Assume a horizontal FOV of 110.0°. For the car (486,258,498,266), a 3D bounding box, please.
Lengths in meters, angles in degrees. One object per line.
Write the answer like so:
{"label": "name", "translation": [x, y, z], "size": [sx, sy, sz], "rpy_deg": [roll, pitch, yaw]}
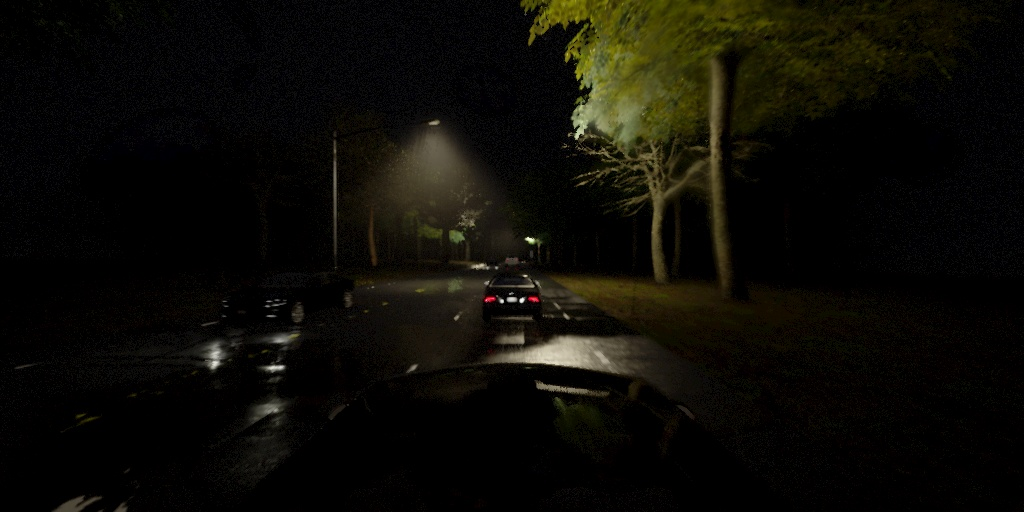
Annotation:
{"label": "car", "translation": [-3.450, 1.030, 63.331], "size": [1.882, 1.535, 5.008], "rpy_deg": [0, 0, 0]}

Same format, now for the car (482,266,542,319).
{"label": "car", "translation": [-0.007, 1.244, 12.450], "size": [2.033, 1.411, 5.357], "rpy_deg": [0, 0, 0]}

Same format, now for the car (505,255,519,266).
{"label": "car", "translation": [0.032, 0.779, 60.168], "size": [2.150, 2.045, 5.566], "rpy_deg": [0, 0, 0]}

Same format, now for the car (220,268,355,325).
{"label": "car", "translation": [-6.987, 1.185, 11.791], "size": [1.882, 1.535, 5.008], "rpy_deg": [0, 0, 0]}
